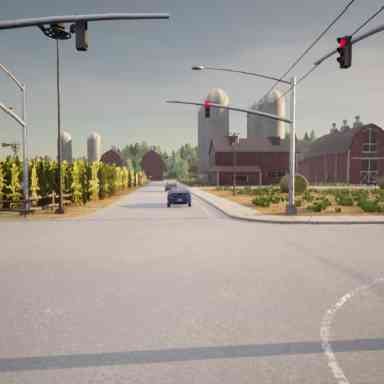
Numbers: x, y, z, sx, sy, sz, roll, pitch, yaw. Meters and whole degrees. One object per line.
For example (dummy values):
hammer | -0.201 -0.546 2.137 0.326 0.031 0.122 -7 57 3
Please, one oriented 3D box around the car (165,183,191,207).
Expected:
car | -1.120 0.339 27.632 1.882 1.535 5.008 0 3 -5

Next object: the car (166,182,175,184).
car | -3.356 -0.826 52.862 2.128 1.511 4.902 0 3 -5

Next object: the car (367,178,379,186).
car | 42.348 -2.351 77.564 1.905 1.878 3.866 10 10 41
